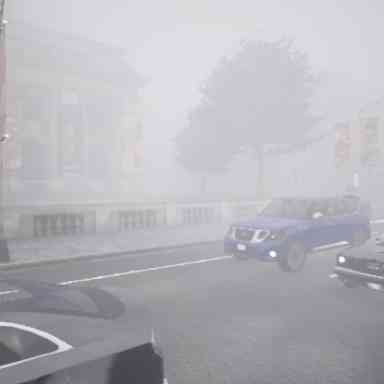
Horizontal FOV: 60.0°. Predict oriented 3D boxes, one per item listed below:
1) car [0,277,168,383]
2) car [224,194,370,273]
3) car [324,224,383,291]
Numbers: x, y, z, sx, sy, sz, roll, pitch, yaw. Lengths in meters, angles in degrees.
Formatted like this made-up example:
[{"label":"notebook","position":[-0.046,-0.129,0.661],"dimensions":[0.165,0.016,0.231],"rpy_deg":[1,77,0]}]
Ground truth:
[{"label":"car","position":[-2.509,1.498,2.208],"dimensions":[4.902,1.511,2.128],"rpy_deg":[-1,0,-35]},{"label":"car","position":[3.613,1.130,10.842],"dimensions":[5.566,2.045,2.150],"rpy_deg":[-1,1,-36]},{"label":"car","position":[5.387,1.518,7.808],"dimensions":[4.718,1.301,1.895],"rpy_deg":[-1,0,-35]}]
